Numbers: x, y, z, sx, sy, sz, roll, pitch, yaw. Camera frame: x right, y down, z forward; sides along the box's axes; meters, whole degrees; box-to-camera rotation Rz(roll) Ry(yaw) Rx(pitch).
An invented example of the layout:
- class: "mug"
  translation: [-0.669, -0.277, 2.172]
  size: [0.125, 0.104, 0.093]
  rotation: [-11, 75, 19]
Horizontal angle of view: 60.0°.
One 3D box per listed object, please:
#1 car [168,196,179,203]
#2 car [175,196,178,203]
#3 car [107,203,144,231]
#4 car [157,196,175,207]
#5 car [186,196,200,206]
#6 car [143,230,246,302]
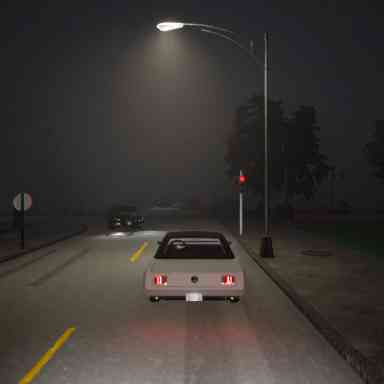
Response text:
- class: "car"
  translation: [-3.943, 1.540, 70.105]
  size: [2.033, 1.411, 5.357]
  rotation: [0, 0, 0]
- class: "car"
  translation: [-4.023, 1.547, 59.764]
  size: [2.033, 1.411, 5.357]
  rotation: [0, 0, 0]
- class: "car"
  translation: [-4.222, 1.506, 20.912]
  size: [1.837, 1.490, 4.892]
  rotation: [4, -1, -18]
- class: "car"
  translation: [-4.055, 1.505, 50.066]
  size: [1.837, 1.490, 4.892]
  rotation: [0, 0, 0]
- class: "car"
  translation: [0.148, 1.352, 52.875]
  size: [2.097, 1.767, 4.553]
  rotation: [0, 0, 0]
- class: "car"
  translation: [0.063, 1.601, 8.194]
  size: [1.895, 1.301, 4.718]
  rotation: [0, 0, 0]
